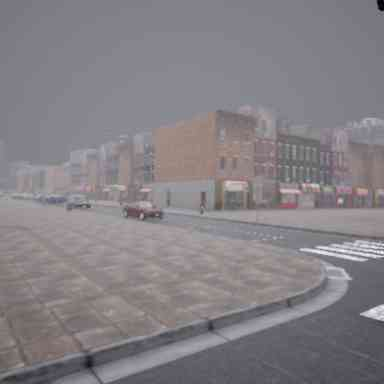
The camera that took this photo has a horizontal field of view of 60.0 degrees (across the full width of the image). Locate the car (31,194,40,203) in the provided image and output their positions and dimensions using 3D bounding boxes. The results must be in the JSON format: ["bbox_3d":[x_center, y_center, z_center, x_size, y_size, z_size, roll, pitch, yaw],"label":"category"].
[{"bbox_3d":[-23.811,1.016,53.124,1.837,1.490,4.892,1,0,-35],"label":"car"}]

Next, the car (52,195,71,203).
[{"bbox_3d":[-22.041,1.137,56.023,1.895,1.301,4.718,1,0,-35],"label":"car"}]

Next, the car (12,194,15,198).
[{"bbox_3d":[-38.658,0.890,74.765,1.887,1.381,4.507,1,0,-35],"label":"car"}]

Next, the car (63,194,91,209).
[{"bbox_3d":[-13.261,1.228,38.895,1.947,1.339,4.313,1,0,-35],"label":"car"}]

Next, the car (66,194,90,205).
[{"bbox_3d":[-16.647,1.086,48.408,1.882,1.535,5.008,1,0,-35],"label":"car"}]

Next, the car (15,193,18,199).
[{"bbox_3d":[-35.483,0.922,70.281,1.887,1.381,4.507,1,0,-35],"label":"car"}]

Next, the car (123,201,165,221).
[{"bbox_3d":[-3.738,1.365,25.445,1.887,1.381,4.507,2,0,-35],"label":"car"}]

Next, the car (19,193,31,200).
[{"bbox_3d":[-32.309,0.962,65.797,2.008,1.369,4.403,1,0,-35],"label":"car"}]

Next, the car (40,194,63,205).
[{"bbox_3d":[-19.761,1.044,47.414,1.882,1.535,5.008,1,0,-35],"label":"car"}]

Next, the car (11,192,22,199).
[{"bbox_3d":[-41.734,0.841,79.110,1.752,1.417,4.829,1,0,-35],"label":"car"}]
